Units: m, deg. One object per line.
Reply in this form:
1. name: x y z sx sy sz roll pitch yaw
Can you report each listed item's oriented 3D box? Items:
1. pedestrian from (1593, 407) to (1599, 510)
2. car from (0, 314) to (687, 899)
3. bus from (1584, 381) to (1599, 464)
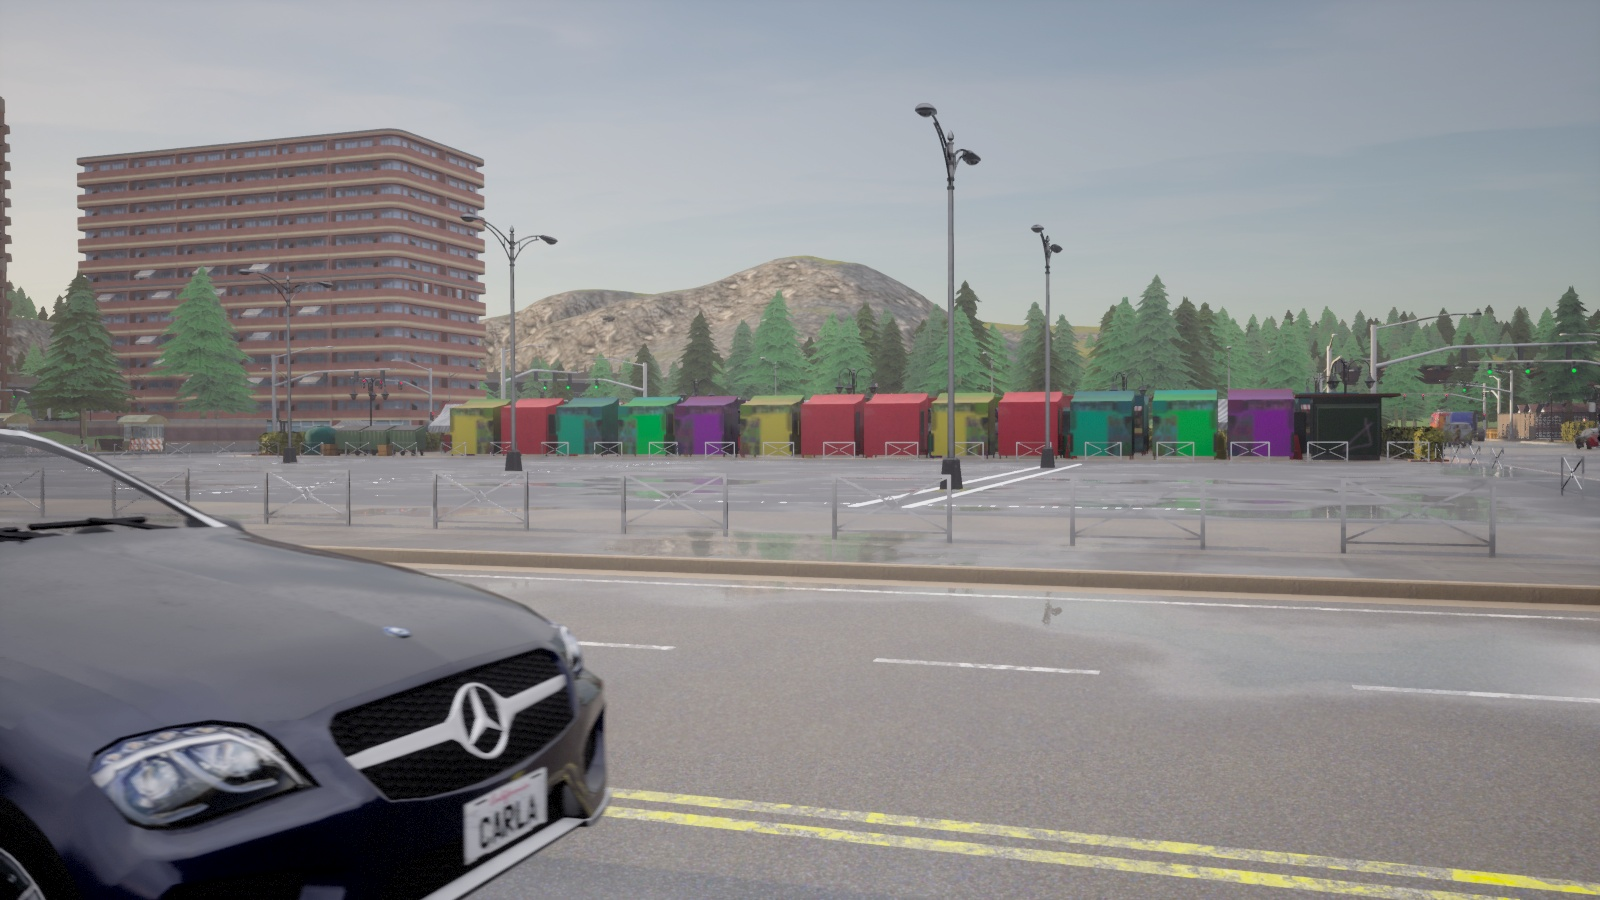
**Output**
1. pedestrian: 15.420 0.165 23.614 0.659 1.952 0.873 1 1 19
2. car: -3.128 0.525 4.241 5.027 1.651 2.152 1 1 19
3. bus: 42.149 -1.382 61.827 3.944 4.253 10.273 1 1 20
